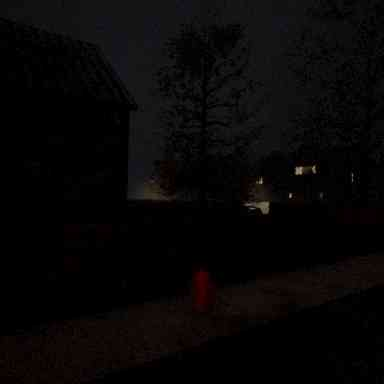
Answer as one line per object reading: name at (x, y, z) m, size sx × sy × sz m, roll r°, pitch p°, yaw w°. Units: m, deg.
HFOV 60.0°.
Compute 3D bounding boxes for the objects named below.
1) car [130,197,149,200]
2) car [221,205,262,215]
car at (-8.240, 1.821, 50.260) m, size 2.150 × 2.045 × 5.566 m, roll 2°, pitch -1°, yaw -35°
car at (4.622, 1.856, 31.797) m, size 1.812 × 1.442 × 4.674 m, roll 2°, pitch -2°, yaw -35°
